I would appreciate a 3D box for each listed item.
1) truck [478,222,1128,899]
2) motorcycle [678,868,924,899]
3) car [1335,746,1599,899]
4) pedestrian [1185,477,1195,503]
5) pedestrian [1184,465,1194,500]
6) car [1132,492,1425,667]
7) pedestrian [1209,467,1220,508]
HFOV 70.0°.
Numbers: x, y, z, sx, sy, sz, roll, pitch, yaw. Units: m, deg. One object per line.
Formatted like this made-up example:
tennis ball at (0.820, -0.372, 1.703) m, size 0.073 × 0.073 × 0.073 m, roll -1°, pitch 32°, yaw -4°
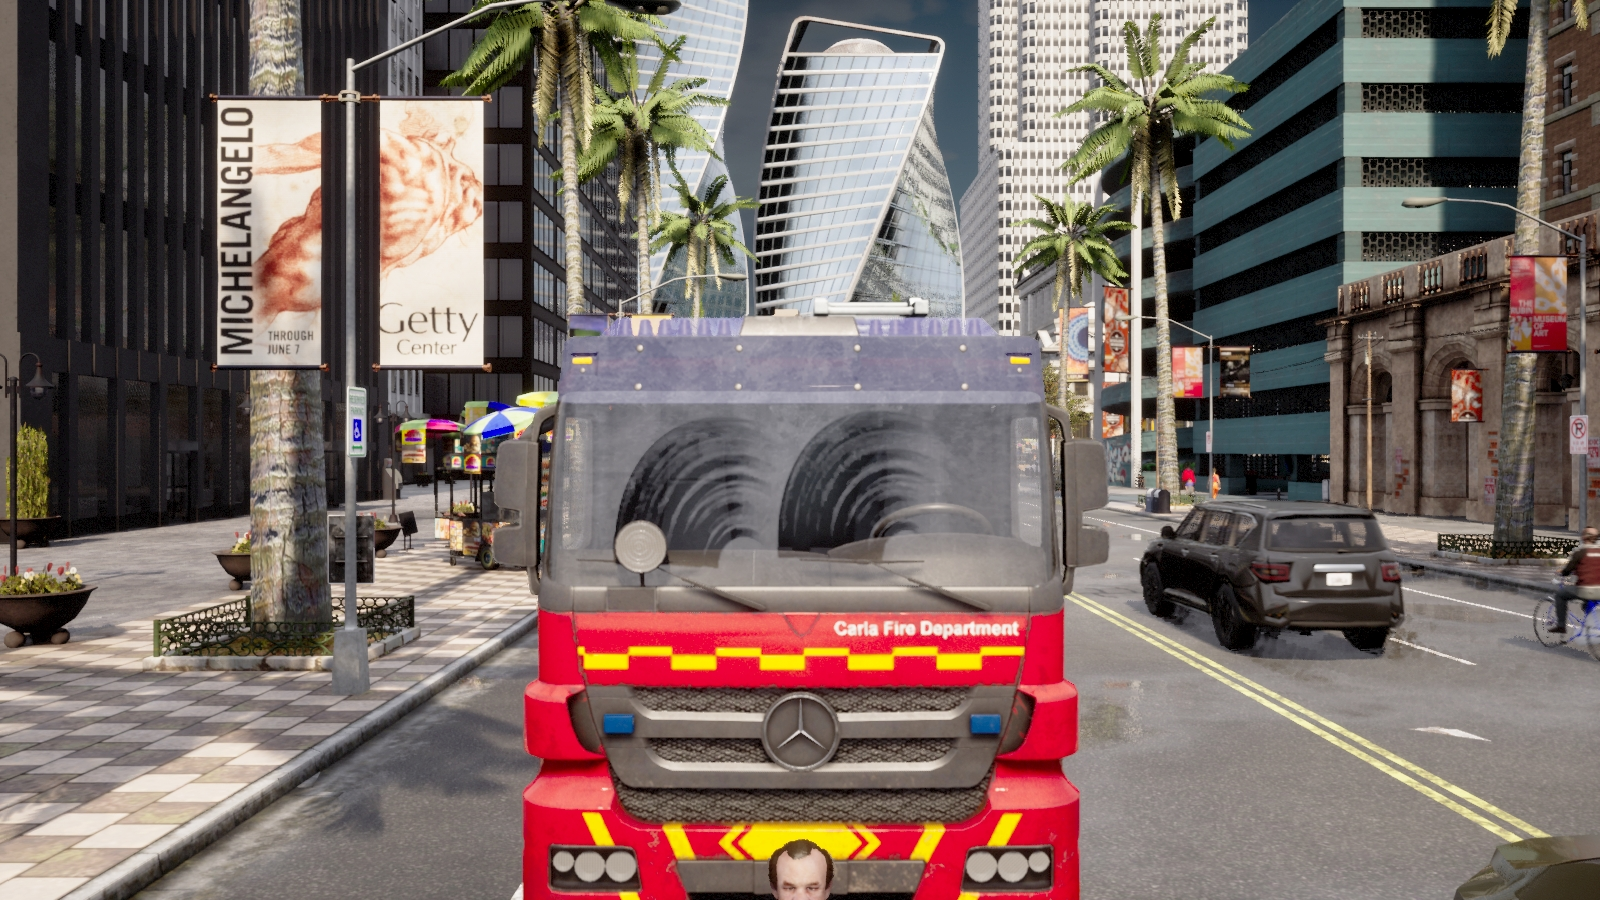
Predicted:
truck at (0.019, 0.889, 9.326) m, size 2.891 × 3.827 × 8.468 m, roll 0°, pitch 0°, yaw 0°
motorcycle at (0.003, 2.182, 3.373) m, size 0.856 × 1.236 × 1.805 m, roll 0°, pitch 0°, yaw 0°
car at (3.504, 2.061, 2.660) m, size 2.231 × 1.480 × 4.892 m, roll 0°, pitch 0°, yaw 0°
pedestrian at (19.351, 1.976, 56.721) m, size 0.375 × 1.300 × 0.375 m, roll 0°, pitch 0°, yaw 1°
pedestrian at (20.417, 1.698, 59.961) m, size 0.375 × 1.860 × 0.375 m, roll 0°, pitch 0°, yaw 4°
car at (7.005, 1.779, 17.567) m, size 2.150 × 2.045 × 5.566 m, roll 0°, pitch 0°, yaw 0°
pedestrian at (18.884, 1.696, 52.021) m, size 0.375 × 1.860 × 0.375 m, roll 0°, pitch 0°, yaw 5°
